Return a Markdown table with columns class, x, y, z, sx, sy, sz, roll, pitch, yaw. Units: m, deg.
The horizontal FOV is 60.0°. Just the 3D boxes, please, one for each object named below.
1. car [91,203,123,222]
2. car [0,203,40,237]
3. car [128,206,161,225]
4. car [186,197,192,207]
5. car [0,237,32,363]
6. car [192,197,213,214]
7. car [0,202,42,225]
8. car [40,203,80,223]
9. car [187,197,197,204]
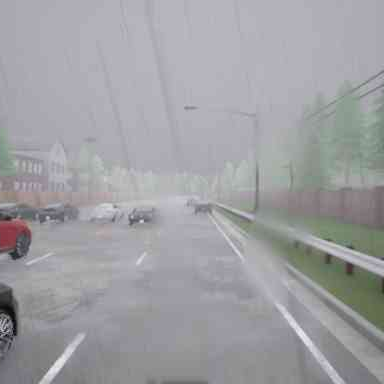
| class | x | y | z | sx | sy | sz | roll | pitch | yaw |
| --- | --- | --- | --- | --- | --- | --- | --- | --- | --- |
| car | -6.906 | 1.643 | 27.267 | 1.812 | 1.442 | 4.674 | 0 | 0 | 0 |
| car | -6.897 | 1.264 | 9.734 | 2.150 | 2.045 | 5.566 | 0 | 0 | 0 |
| car | -3.394 | 1.707 | 24.697 | 1.895 | 1.301 | 4.718 | 0 | 0 | 0 |
| car | 0.016 | 1.806 | 56.581 | 1.994 | 1.385 | 4.181 | 0 | 0 | 0 |
| car | -3.407 | 1.506 | 2.862 | 2.128 | 1.511 | 4.902 | 0 | 0 | 0 |
| car | 1.235 | 1.636 | 36.912 | 1.882 | 1.535 | 5.008 | 0 | 0 | 0 |
| car | -13.884 | 1.619 | 26.388 | 1.837 | 1.490 | 4.892 | 0 | 0 | 0 |
| car | -10.393 | 1.619 | 26.385 | 1.837 | 1.490 | 4.892 | 0 | 0 | 0 |
| car | 0.019 | 1.690 | 70.147 | 2.033 | 1.411 | 5.357 | 0 | 0 | 0 |
